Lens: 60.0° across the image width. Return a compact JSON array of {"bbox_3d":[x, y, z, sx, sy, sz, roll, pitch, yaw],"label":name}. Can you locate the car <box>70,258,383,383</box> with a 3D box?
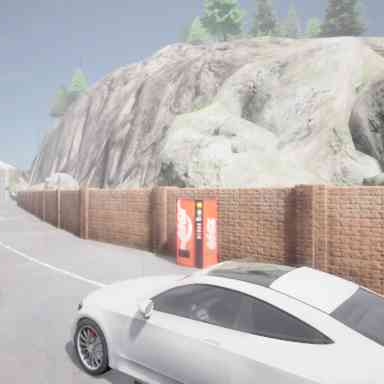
[{"bbox_3d":[0.510,1.526,3.786,4.674,1.442,1.812,0,0,39],"label":"car"}]

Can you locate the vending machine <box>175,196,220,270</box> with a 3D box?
[{"bbox_3d":[0.172,1.195,10.270,0.880,2.100,1.100,0,0,42],"label":"vending machine"}]
